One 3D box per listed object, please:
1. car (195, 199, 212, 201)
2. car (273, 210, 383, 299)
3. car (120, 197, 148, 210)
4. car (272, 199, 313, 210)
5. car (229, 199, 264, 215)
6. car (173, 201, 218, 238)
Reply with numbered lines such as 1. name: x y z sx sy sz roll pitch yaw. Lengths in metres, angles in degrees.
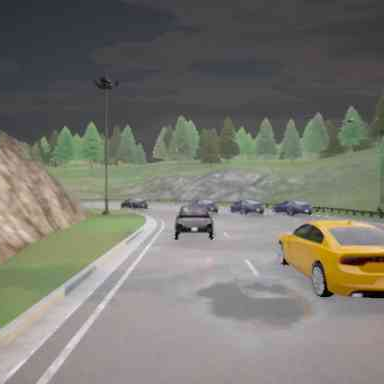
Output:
1. car: 1.007 1.395 32.988 1.812 1.442 4.674 1 0 -21
2. car: 3.598 1.444 8.453 1.882 1.535 5.008 0 0 0
3. car: -6.992 1.367 39.999 1.812 1.442 4.674 1 0 -37
4. car: 9.126 1.405 30.399 1.812 1.442 4.674 1 0 -15
5. car: 5.167 1.400 31.674 1.812 1.442 4.674 1 0 -17
6. car: 0.065 1.423 17.070 2.128 1.511 4.902 0 0 -1
